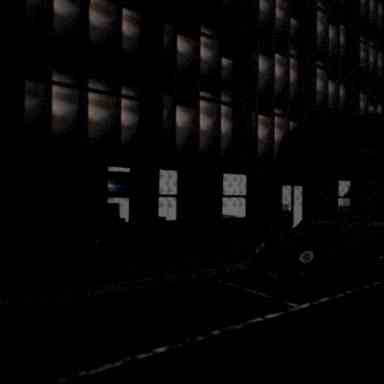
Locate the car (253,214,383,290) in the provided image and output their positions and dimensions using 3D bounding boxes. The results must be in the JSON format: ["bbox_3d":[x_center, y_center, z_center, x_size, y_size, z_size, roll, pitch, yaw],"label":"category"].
[{"bbox_3d":[3.580,1.516,9.223,4.097,1.590,1.967,1,0,-35],"label":"car"}]

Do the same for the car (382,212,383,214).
[{"bbox_3d":[8.248,1.442,12.470,5.009,1.841,2.192,1,0,-35],"label":"car"}]
